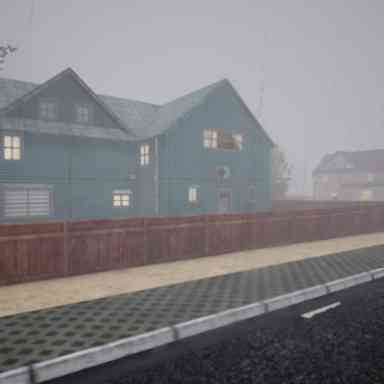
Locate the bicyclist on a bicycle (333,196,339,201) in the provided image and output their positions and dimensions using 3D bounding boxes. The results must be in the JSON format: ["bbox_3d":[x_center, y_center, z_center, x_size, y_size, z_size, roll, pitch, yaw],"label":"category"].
[{"bbox_3d":[15.213,1.191,35.201,1.656,1.620,0.582,-1,1,-36],"label":"bicyclist on a bicycle"}]
